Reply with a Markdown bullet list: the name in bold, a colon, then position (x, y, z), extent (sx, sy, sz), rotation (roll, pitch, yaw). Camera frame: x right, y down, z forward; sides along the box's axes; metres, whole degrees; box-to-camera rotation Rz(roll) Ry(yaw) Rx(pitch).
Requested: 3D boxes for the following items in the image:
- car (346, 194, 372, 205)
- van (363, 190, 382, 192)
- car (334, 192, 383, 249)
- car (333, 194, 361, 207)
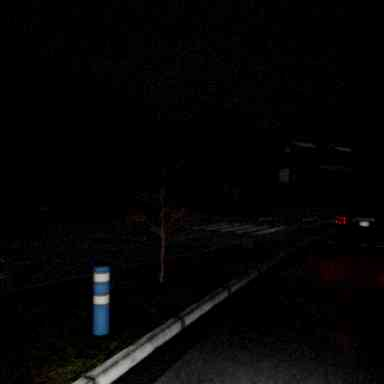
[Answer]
- **car**: position (24.779, 1.103, 49.189), extent (2.163, 1.488, 4.792), rotation (0, 1, 44)
- **van**: position (28.549, 0.775, 53.135), extent (1.878, 1.987, 4.442), rotation (0, 0, 45)
- **car**: position (7.350, 1.155, 13.498), extent (2.150, 2.045, 5.566), rotation (0, 0, 34)
- **car**: position (21.074, 1.145, 45.134), extent (2.097, 1.535, 5.008), rotation (0, 1, 42)
